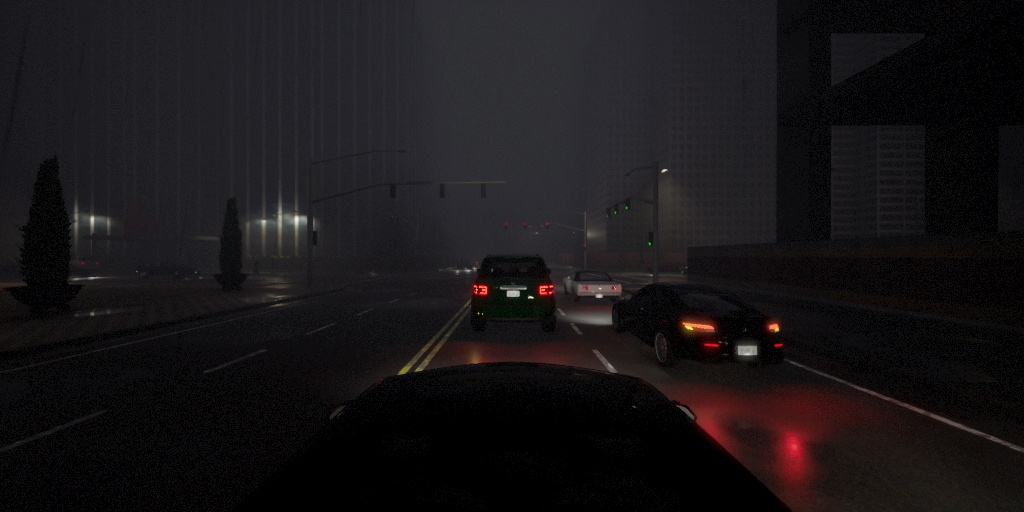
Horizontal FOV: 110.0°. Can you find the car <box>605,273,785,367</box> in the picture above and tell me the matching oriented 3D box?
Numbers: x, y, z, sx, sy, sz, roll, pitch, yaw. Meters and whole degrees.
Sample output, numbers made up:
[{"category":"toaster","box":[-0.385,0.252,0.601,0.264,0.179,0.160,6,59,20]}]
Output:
[{"category":"car","box":[3.589,1.276,7.770,1.812,1.442,4.674,0,0,0]}]

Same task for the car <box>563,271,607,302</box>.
[{"category":"car","box":[3.593,1.351,16.932,1.895,1.301,4.718,0,0,0]}]

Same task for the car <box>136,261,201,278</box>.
[{"category":"car","box":[-31.586,1.241,33.034,4.902,1.511,2.128,0,0,0]}]

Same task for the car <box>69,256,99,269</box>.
[{"category":"car","box":[-49.786,0.971,40.115,5.566,2.045,2.150,0,0,0]}]

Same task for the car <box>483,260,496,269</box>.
[{"category":"car","box":[-3.549,1.351,57.510,1.895,1.301,4.718,0,0,0]}]

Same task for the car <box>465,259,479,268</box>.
[{"category":"car","box":[-7.025,1.227,63.065,1.882,1.535,5.008,0,0,0]}]

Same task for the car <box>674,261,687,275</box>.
[{"category":"car","box":[19.877,1.351,37.168,4.718,1.301,1.895,0,0,1]}]

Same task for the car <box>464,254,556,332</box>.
[{"category":"car","box":[0.057,0.971,11.013,2.150,2.045,5.566,0,0,1]}]

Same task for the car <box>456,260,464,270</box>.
[{"category":"car","box":[-7.059,1.275,53.730,1.812,1.442,4.674,0,0,0]}]

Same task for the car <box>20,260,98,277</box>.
[{"category":"car","box":[-41.554,1.314,32.987,4.181,1.385,1.994,0,0,0]}]

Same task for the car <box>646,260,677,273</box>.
[{"category":"car","box":[17.808,1.227,40.681,5.008,1.535,1.882,0,0,0]}]

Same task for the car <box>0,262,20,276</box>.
[{"category":"car","box":[-50.679,1.314,36.566,4.181,1.385,1.994,0,0,3]}]

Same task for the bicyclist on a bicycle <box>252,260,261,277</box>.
[{"category":"bicyclist on a bicycle","box":[-24.645,1.203,34.554,0.582,1.620,1.656,0,0,-13]}]
